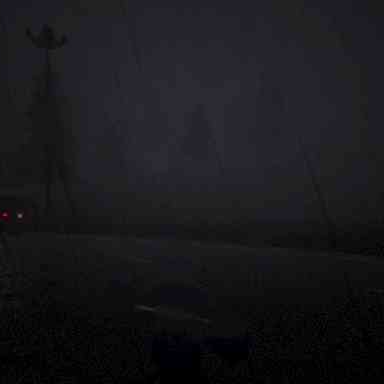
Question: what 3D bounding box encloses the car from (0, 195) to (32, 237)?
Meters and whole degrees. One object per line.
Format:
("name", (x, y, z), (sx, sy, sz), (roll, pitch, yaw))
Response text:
("car", (-10.437, 1.183, 15.905), (5.566, 2.045, 2.150), (0, 0, 15))
